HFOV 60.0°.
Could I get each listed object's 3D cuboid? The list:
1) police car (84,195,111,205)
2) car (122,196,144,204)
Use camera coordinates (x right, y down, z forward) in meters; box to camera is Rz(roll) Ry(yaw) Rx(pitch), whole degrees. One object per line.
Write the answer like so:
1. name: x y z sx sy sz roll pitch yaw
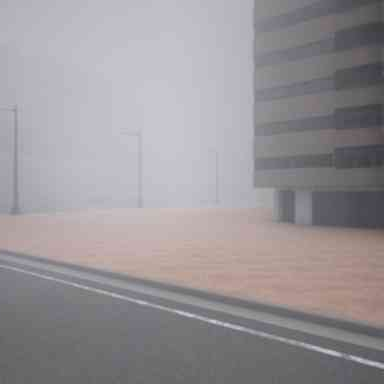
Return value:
1. police car: -17.721 1.469 62.480 1.930 1.638 5.238 0 0 36
2. car: -11.509 1.531 65.175 1.882 1.535 5.008 0 0 36
